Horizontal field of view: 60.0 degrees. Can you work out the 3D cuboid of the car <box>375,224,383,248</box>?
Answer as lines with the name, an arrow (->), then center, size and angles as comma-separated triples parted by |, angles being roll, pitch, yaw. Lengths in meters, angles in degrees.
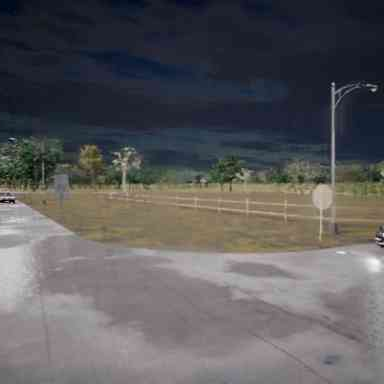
car -> 8.908, 1.399, 12.509 | 4.892, 1.490, 1.837 | 0, 2, -31

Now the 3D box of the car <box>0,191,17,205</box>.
car -> -23.250, 0.842, 41.868 | 1.895, 1.301, 4.718 | -1, 2, -31

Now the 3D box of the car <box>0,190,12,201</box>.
car -> -29.933, 0.513, 53.026 | 1.882, 1.535, 5.008 | -1, 2, -31
